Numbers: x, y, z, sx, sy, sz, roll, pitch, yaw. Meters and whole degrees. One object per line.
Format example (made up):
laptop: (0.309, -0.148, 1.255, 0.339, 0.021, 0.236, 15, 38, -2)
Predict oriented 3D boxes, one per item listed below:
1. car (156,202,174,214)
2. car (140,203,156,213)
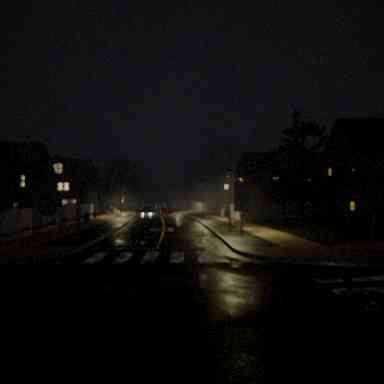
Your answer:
car: (-4.007, 2.636, 50.733, 1.895, 1.301, 4.718, 0, -1, -10)
car: (-7.479, 2.698, 54.337, 1.994, 1.385, 4.181, 0, -2, -10)
